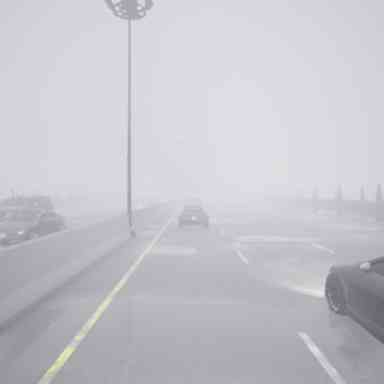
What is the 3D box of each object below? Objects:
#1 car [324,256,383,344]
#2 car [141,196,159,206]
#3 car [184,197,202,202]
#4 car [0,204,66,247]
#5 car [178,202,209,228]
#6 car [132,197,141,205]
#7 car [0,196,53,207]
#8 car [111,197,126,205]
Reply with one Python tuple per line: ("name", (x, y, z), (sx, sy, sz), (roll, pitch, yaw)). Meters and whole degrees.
("car", (3.604, 1.570, 4.896), (1.994, 1.385, 4.181), (0, 0, 0))
("car", (-6.785, 1.418, 56.022), (2.097, 1.767, 4.553), (0, 0, 2))
("car", (0.132, 1.399, 40.327), (2.097, 1.767, 4.553), (0, 0, 0))
("car", (-7.092, 1.509, 14.473), (2.128, 1.511, 4.902), (0, 0, 0))
("car", (0.112, 1.591, 22.610), (1.994, 1.385, 4.181), (0, 0, 0))
("car", (-10.091, 1.673, 61.873), (1.895, 1.301, 4.718), (0, 0, 2))
("car", (-10.588, 1.249, 20.987), (2.150, 2.045, 5.566), (0, 0, 0))
("car", (-13.594, 1.635, 61.919), (1.994, 1.385, 4.181), (0, 0, 2))
